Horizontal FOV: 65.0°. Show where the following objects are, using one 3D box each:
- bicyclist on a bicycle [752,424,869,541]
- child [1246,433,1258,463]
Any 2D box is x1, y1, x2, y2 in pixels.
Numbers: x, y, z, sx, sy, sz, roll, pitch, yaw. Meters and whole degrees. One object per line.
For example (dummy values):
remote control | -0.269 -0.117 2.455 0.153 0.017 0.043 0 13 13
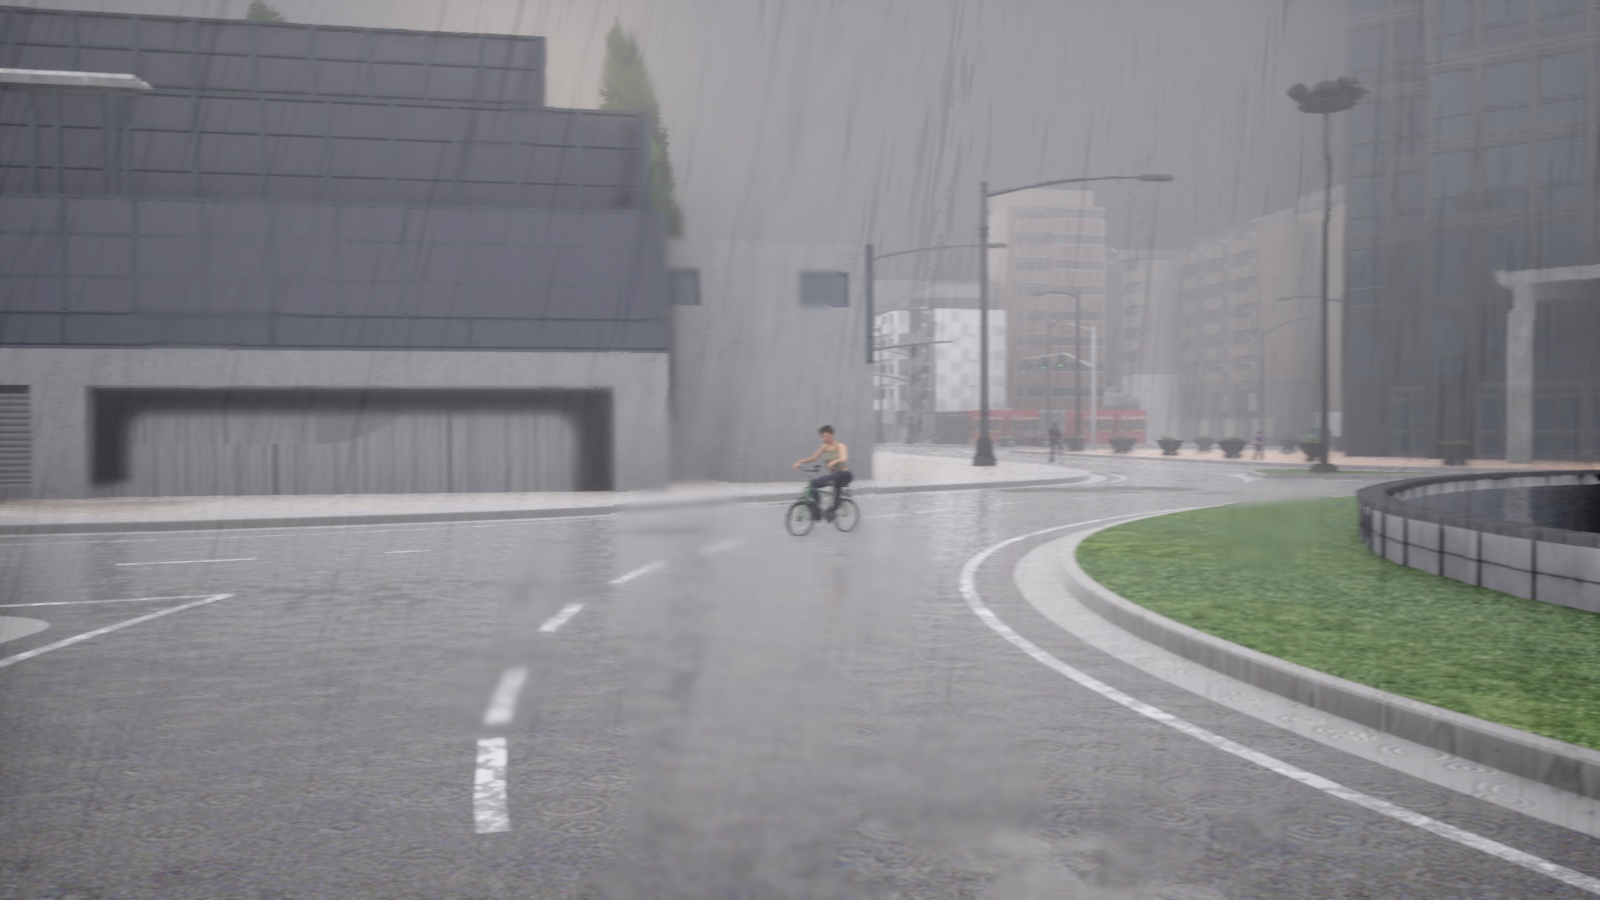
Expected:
bicyclist on a bicycle | 0.163 0.442 18.153 1.509 1.612 0.866 -1 1 -44
child | 18.624 -0.084 51.706 0.270 1.263 0.437 0 1 -12
